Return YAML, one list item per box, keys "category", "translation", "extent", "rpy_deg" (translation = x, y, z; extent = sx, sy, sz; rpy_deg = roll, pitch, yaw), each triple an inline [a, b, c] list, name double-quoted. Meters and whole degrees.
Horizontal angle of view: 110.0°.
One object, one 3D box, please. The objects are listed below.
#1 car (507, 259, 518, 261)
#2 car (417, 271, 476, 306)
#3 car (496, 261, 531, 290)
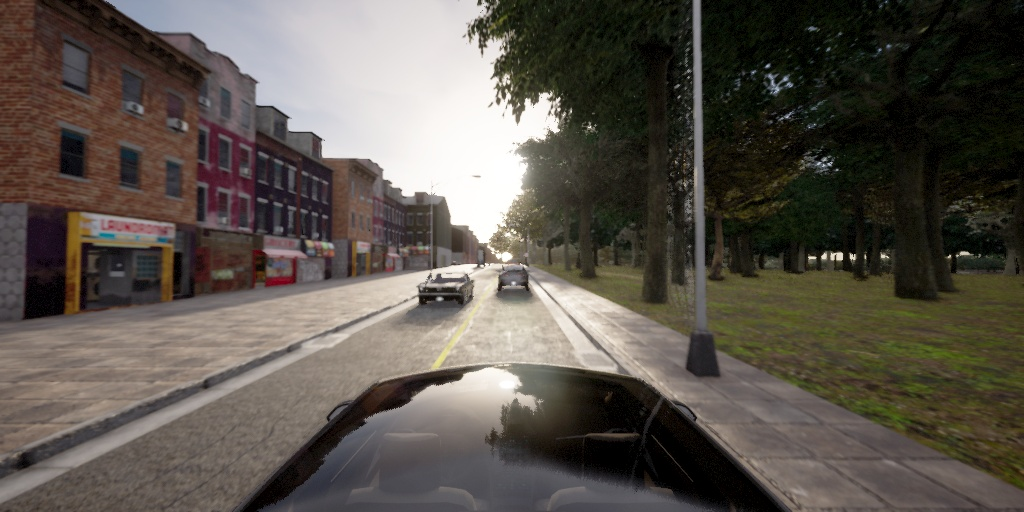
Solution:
- category: "car"
  translation: [0.081, 1.178, 46.555]
  extent: [2.097, 1.767, 4.553]
  rpy_deg: [0, 0, 0]
- category: "car"
  translation: [-2.798, 1.365, 16.090]
  extent: [1.895, 1.301, 4.718]
  rpy_deg: [0, 0, 0]
- category: "car"
  translation: [0.091, 1.276, 22.444]
  extent: [1.837, 1.490, 4.892]
  rpy_deg: [0, 0, 0]
